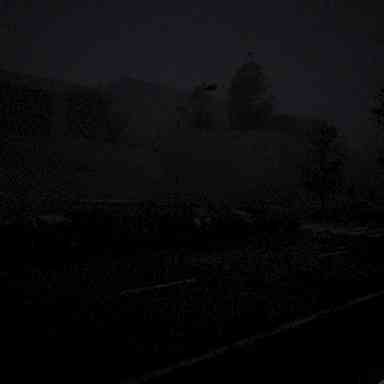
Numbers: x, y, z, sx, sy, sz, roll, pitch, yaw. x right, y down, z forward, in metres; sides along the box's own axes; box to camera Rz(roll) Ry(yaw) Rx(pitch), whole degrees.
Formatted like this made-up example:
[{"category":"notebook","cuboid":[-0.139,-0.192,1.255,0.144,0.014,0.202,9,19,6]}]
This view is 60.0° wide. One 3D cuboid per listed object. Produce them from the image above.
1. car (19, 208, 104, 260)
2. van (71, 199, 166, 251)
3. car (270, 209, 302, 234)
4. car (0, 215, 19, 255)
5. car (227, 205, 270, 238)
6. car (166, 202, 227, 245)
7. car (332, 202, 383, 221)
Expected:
[{"category":"car","cuboid":[-5.891,1.498,12.382,4.892,1.521,2.231,-1,-1,35]},{"category":"van","cuboid":[-3.565,1.274,14.183,4.442,1.987,1.878,-1,-1,35]},{"category":"car","cuboid":[3.866,1.533,19.308,4.792,1.488,2.163,-1,-1,34]},{"category":"car","cuboid":[-8.300,1.243,10.647,5.566,2.045,2.435,-1,-1,35]},{"category":"car","cuboid":[1.395,1.542,17.574,4.674,1.452,2.002,-1,-1,35]},{"category":"car","cuboid":[-1.012,1.374,15.831,4.553,1.767,2.185,-1,-1,34]},{"category":"car","cuboid":[13.645,1.540,26.274,4.792,1.488,2.163,-1,-1,35]}]
